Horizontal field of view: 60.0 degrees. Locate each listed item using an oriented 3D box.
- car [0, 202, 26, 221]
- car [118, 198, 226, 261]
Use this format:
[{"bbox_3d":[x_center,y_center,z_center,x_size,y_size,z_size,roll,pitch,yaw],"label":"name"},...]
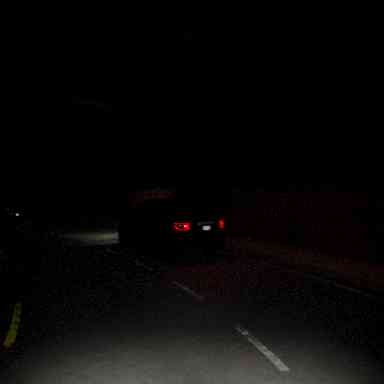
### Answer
[{"bbox_3d":[-16.134,1.597,28.610,4.892,1.490,1.837,-1,-1,39],"label":"car"},{"bbox_3d":[-0.996,1.258,12.912,2.150,2.045,5.566,0,0,-33],"label":"car"}]
